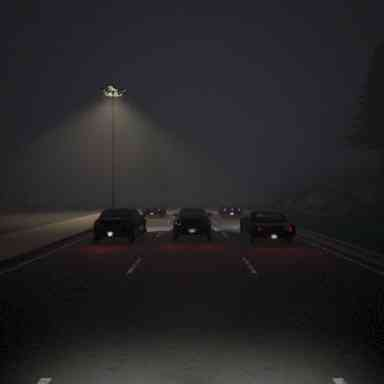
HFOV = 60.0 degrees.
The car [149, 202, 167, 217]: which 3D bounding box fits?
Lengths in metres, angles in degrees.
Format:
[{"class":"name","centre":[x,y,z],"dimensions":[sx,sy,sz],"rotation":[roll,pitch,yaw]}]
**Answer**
[{"class":"car","centre":[-3.478,1.601,31.376],"dimensions":[1.895,1.301,4.718],"rotation":[0,0,1]}]

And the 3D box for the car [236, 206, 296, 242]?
[{"class":"car","centre":[3.520,1.601,16.369],"dimensions":[1.895,1.301,4.718],"rotation":[0,0,1]}]

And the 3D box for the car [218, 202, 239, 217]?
[{"class":"car","centre":[3.522,1.601,31.370],"dimensions":[1.895,1.301,4.718],"rotation":[0,0,1]}]

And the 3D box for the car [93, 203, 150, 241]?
[{"class":"car","centre":[-3.477,1.507,16.628],"dimensions":[1.837,1.490,4.892],"rotation":[0,1,0]}]

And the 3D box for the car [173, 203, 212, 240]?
[{"class":"car","centre":[0.026,1.525,17.010],"dimensions":[1.812,1.442,4.674],"rotation":[0,0,1]}]
